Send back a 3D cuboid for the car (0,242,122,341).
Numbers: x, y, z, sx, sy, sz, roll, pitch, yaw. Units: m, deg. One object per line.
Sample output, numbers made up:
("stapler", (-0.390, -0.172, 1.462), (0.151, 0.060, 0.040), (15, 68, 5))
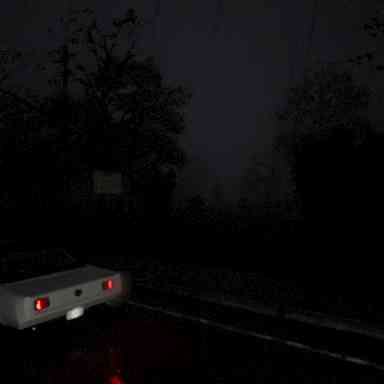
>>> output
("car", (-3.678, 1.680, 6.619), (4.718, 1.301, 1.895), (-1, 0, 36))
